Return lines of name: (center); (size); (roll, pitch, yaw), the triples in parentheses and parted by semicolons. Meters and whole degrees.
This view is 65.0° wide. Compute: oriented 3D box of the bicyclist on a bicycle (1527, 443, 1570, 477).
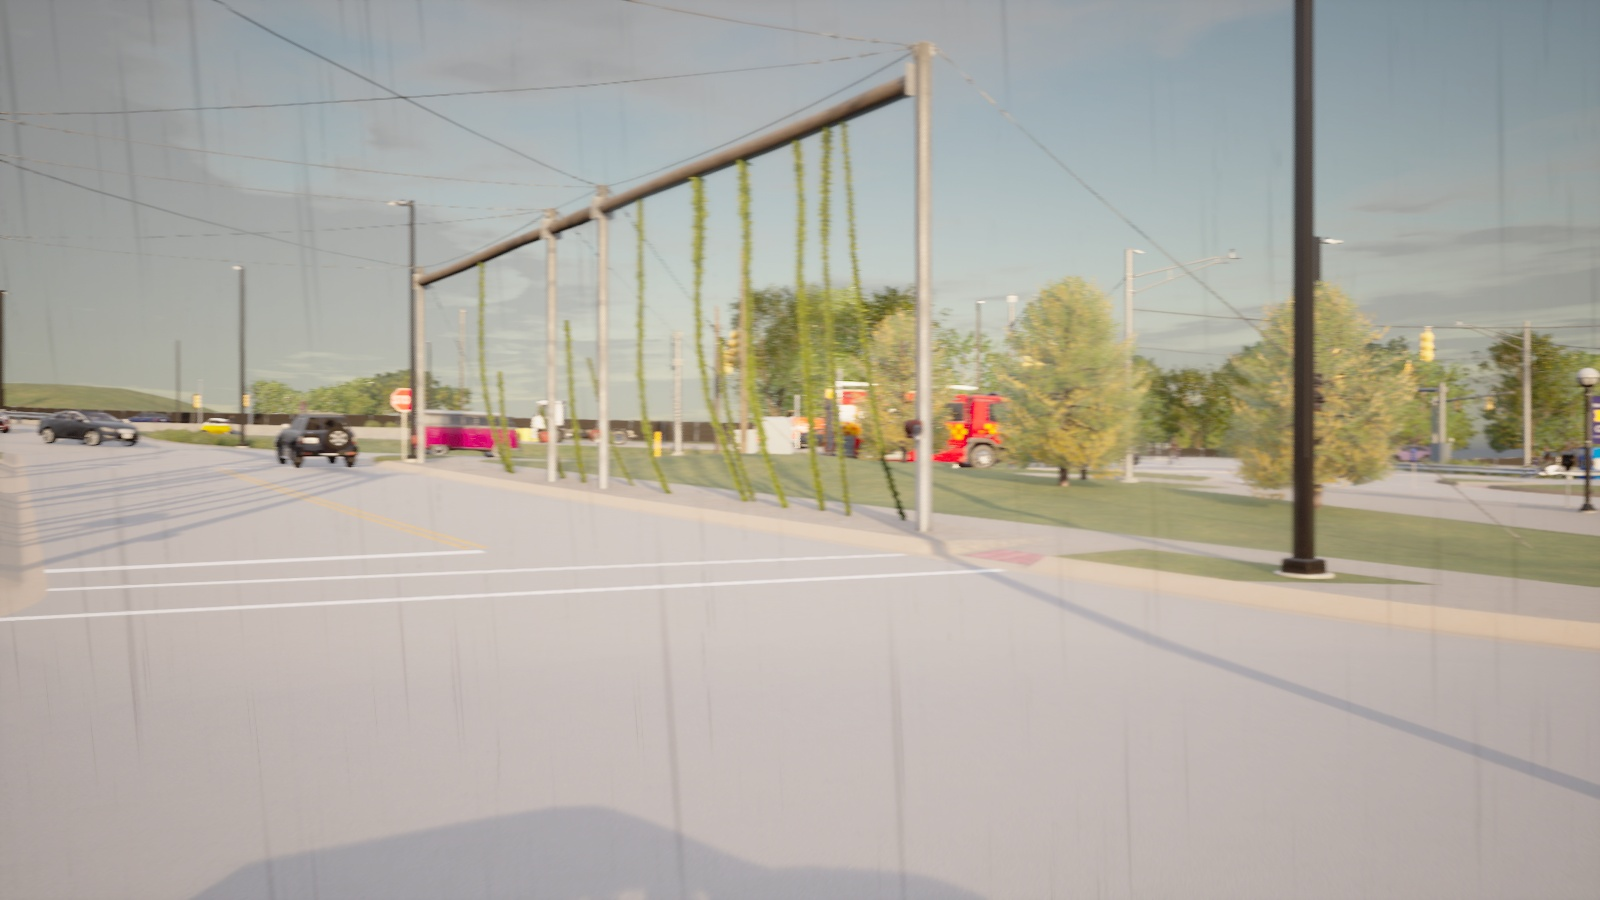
bicyclist on a bicycle: (40.412, 0.550, 67.804); (1.843, 1.776, 0.659); (1, -2, 12)

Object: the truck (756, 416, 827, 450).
truck: (-0.675, -1.298, 97.188); (5.204, 2.467, 2.627); (1, 0, -6)

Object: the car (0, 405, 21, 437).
car: (-40.549, -1.472, 62.735); (3.806, 1.475, 1.970); (4, 3, 45)

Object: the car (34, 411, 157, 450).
car: (-30.409, -0.835, 54.191); (4.902, 1.511, 2.128); (2, 0, 25)

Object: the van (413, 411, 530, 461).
van: (-13.840, -0.571, 53.028); (4.442, 1.987, 1.775); (1, 0, -28)

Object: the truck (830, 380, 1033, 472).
truck: (5.789, -1.030, 55.971); (8.468, 3.827, 2.891); (1, 0, -7)

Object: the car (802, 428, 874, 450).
car: (2.706, -0.800, 90.533); (4.902, 1.511, 2.128); (1, 0, -6)

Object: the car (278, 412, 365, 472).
car: (-16.152, -0.314, 42.280); (1.932, 1.855, 4.605); (0, 2, -31)
